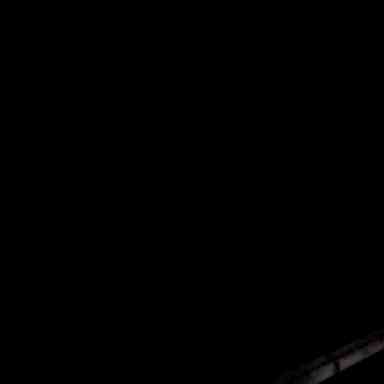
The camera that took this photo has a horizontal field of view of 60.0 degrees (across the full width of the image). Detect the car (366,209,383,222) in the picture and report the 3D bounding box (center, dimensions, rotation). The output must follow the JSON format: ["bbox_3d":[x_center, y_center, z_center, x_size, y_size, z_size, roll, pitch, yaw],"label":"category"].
[{"bbox_3d":[17.403,2.364,33.928,1.895,1.301,4.718,0,-2,-11],"label":"car"}]
